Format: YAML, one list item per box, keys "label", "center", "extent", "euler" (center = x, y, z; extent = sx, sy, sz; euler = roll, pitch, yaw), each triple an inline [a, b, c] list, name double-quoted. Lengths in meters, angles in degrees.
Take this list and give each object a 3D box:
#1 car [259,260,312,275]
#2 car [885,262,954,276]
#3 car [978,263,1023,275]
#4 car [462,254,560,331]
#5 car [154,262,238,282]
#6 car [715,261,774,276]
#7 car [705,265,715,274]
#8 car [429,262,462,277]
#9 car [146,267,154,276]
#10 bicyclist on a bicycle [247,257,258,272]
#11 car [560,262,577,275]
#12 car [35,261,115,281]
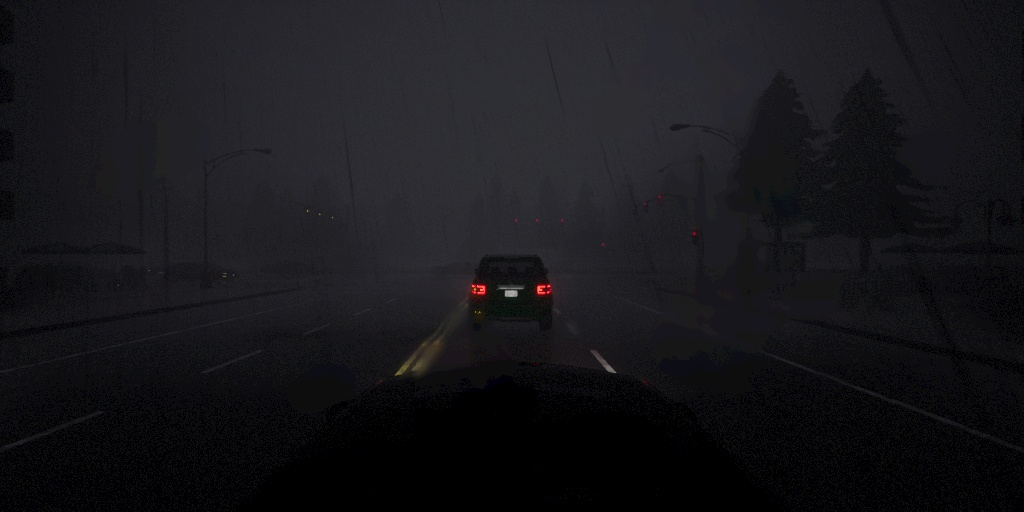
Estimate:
- label: "car"
  center: [-23.871, 1.172, 37.872]
  extent: [5.008, 1.535, 1.882]
  euler: [0, 0, 0]
- label: "car"
  center: [39.457, 1.241, 34.406]
  extent: [5.357, 1.411, 2.033]
  euler: [0, 0, 7]
- label: "car"
  center: [48.879, 1.295, 35.674]
  extent: [4.718, 1.301, 1.895]
  euler: [0, 0, 19]
- label: "car"
  center: [-0.020, 0.971, 11.086]
  extent: [2.150, 2.045, 5.566]
  euler: [0, 0, 0]
- label: "car"
  center: [-23.535, 1.199, 27.150]
  extent: [4.892, 1.490, 1.837]
  euler: [0, 0, -1]
- label: "car"
  center: [22.947, 1.186, 34.737]
  extent: [4.902, 1.511, 2.128]
  euler: [0, 0, 0]
- label: "car"
  center: [23.198, 1.220, 38.238]
  extent: [4.674, 1.442, 1.812]
  euler: [0, 0, 0]
- label: "car"
  center: [-5.141, 1.258, 34.524]
  extent: [5.357, 1.411, 2.033]
  euler: [0, 0, 0]
- label: "car"
  center: [-27.767, 1.242, 30.610]
  extent: [5.357, 1.411, 2.033]
  euler: [0, 0, -2]
- label: "bicyclist on a bicycle"
  center: [-30.097, 0.995, 41.602]
  extent: [0.582, 1.620, 1.656]
  euler: [0, 0, 0]
- label: "car"
  center: [4.379, 1.300, 38.110]
  extent: [4.718, 1.301, 1.895]
  euler: [0, 0, 0]
- label: "car"
  center: [-33.003, 1.172, 26.973]
  extent: [5.008, 1.535, 1.882]
  euler: [0, 0, -2]
